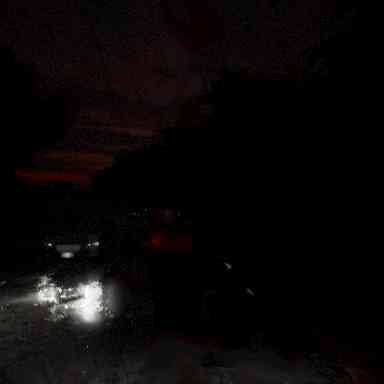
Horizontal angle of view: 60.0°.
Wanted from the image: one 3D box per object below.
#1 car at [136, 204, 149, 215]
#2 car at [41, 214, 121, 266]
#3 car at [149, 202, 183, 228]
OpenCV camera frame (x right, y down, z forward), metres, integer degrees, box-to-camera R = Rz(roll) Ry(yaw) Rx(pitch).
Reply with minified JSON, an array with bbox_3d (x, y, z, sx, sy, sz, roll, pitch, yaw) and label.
[{"bbox_3d":[-6.734,2.443,46.799,1.994,1.385,4.181,0,-2,-16],"label":"car"},{"bbox_3d":[-3.680,1.549,11.766,2.128,1.511,4.902,1,-1,-5],"label":"car"},{"bbox_3d":[-1.887,1.628,24.387,2.097,1.767,4.553,0,-1,-8],"label":"car"}]
